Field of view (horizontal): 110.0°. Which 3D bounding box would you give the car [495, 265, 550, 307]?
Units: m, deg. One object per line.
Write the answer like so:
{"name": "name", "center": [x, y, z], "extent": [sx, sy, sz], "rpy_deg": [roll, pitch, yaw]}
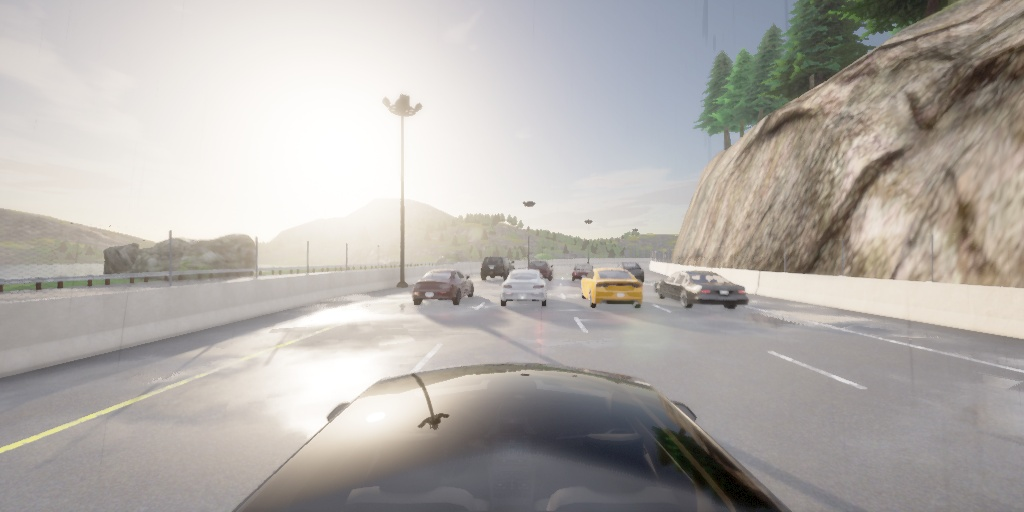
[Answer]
{"name": "car", "center": [0.572, 1.283, 15.476], "extent": [1.812, 1.442, 4.674], "rpy_deg": [0, 0, 5]}

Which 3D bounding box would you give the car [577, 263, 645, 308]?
{"name": "car", "center": [4.060, 1.235, 15.190], "extent": [1.882, 1.535, 5.008], "rpy_deg": [0, 0, 5]}

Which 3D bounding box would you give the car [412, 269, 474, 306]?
{"name": "car", "center": [-2.916, 1.283, 15.762], "extent": [1.812, 1.442, 4.674], "rpy_deg": [0, 0, 5]}

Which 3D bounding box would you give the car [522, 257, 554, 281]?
{"name": "car", "center": [2.325, 1.116, 29.604], "extent": [2.097, 1.767, 4.553], "rpy_deg": [0, 0, 9]}

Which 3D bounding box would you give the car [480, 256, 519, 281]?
{"name": "car", "center": [-1.117, 1.008, 30.239], "extent": [2.150, 2.045, 5.566], "rpy_deg": [0, 0, 9]}

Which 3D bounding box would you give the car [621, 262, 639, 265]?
{"name": "car", "center": [9.235, 1.245, 28.482], "extent": [2.128, 1.511, 4.902], "rpy_deg": [0, 0, 9]}

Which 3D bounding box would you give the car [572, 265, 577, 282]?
{"name": "car", "center": [5.787, 1.366, 29.087], "extent": [1.895, 1.301, 4.718], "rpy_deg": [0, 0, 9]}

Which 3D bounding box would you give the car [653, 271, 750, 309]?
{"name": "car", "center": [7.549, 1.313, 14.904], "extent": [2.033, 1.411, 5.357], "rpy_deg": [0, 0, 5]}
